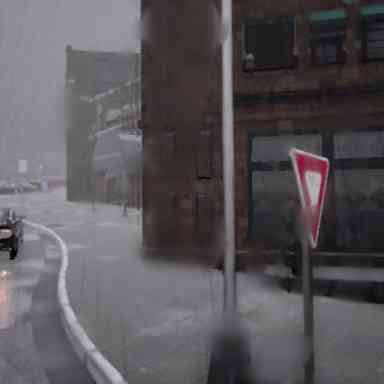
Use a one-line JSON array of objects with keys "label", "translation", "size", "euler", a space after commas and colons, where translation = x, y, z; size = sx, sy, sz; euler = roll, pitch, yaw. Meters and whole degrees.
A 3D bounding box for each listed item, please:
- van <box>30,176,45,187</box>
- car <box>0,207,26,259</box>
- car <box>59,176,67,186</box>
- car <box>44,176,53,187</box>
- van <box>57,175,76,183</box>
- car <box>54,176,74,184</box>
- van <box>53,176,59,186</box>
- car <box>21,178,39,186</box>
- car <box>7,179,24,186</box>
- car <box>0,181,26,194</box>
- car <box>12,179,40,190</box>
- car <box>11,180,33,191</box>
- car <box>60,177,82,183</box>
[{"label": "van", "translation": [-28.472, -1.329, 57.926], "size": [4.442, 1.987, 1.878], "euler": [-1, 4, -27]}, {"label": "car", "translation": [-6.786, 1.257, 11.176], "size": [2.128, 1.511, 4.902], "euler": [0, 1, -25]}, {"label": "car", "translation": [-30.805, -2.388, 75.978], "size": [4.892, 1.521, 2.231], "euler": [-1, 4, -27]}, {"label": "car", "translation": [-28.968, -1.566, 60.867], "size": [5.566, 2.045, 2.435], "euler": [-1, 5, -27]}, {"label": "van", "translation": [-32.010, -3.255, 84.954], "size": [4.442, 1.987, 1.878], "euler": [-1, 5, -27]}, {"label": "car", "translation": [-31.568, -2.943, 81.992], "size": [4.553, 1.767, 2.185], "euler": [-1, 4, -27]}, {"label": "van", "translation": [-29.788, -1.968, 66.861], "size": [4.442, 1.987, 1.878], "euler": [-1, 5, -27]}, {"label": "car", "translation": [-35.458, -2.147, 72.843], "size": [2.128, 1.511, 4.902], "euler": [0, 4, -7]}, {"label": "car", "translation": [-38.786, -2.157, 73.276], "size": [1.994, 1.385, 4.181], "euler": [0, 4, -7]}, {"label": "car", "translation": [-27.478, -0.457, 48.842], "size": [4.892, 1.521, 2.231], "euler": [-1, 4, -27]}, {"label": "car", "translation": [-28.374, -0.887, 54.785], "size": [5.366, 1.575, 1.946], "euler": [-1, 5, -27]}, {"label": "car", "translation": [-27.838, -0.633, 51.858], "size": [4.674, 1.452, 2.002], "euler": [-1, 5, -27]}, {"label": "car", "translation": [-32.116, -3.253, 88.132], "size": [5.366, 1.575, 1.946], "euler": [-1, 4, -27]}]
